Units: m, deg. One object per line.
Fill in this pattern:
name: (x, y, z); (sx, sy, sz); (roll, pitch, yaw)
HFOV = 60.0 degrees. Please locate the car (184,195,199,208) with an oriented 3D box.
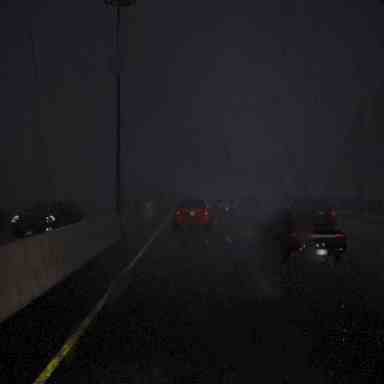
car: (-0.076, 1.207, 41.839); (1.812, 1.442, 4.674); (0, 1, 0)

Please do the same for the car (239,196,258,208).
car: (6.926, 1.193, 41.498); (2.128, 1.511, 4.902); (0, 1, 0)

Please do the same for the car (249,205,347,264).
car: (3.547, 1.412, 11.531); (2.128, 1.511, 4.902); (0, 0, 0)

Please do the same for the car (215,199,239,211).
car: (3.449, 1.341, 35.238); (1.895, 1.301, 4.718); (0, 0, 0)

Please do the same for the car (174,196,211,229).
car: (0.011, 1.195, 20.427); (2.097, 1.767, 4.553); (0, 0, 0)

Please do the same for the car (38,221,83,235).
car: (-7.173, 1.205, 16.849); (2.097, 1.767, 4.553); (0, 0, 0)

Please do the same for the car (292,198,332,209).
car: (7.011, 1.213, 20.345); (2.097, 1.767, 4.553); (0, 0, 0)
